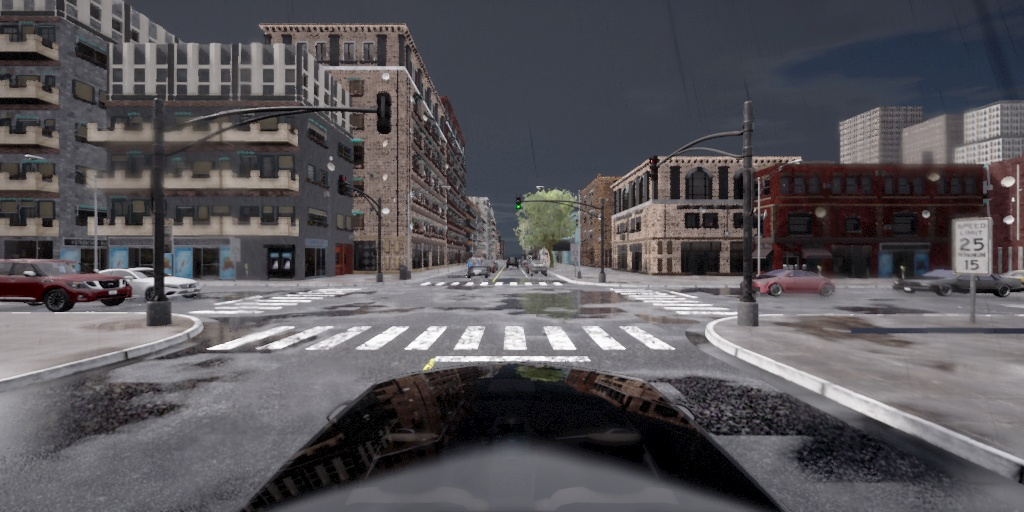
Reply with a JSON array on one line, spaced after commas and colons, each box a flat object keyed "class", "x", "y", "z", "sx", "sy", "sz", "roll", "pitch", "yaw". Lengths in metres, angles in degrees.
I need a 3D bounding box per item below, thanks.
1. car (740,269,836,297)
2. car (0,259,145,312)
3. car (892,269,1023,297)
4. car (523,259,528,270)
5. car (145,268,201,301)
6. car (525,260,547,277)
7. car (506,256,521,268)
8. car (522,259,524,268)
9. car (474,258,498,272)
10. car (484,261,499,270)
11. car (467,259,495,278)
[{"class": "car", "x": 14.713, "y": 1.402, "z": 19.271, "sx": 4.181, "sy": 1.385, "sz": 1.994, "roll": 0, "pitch": 0, "yaw": 0}, {"class": "car", "x": -17.280, "y": 1.024, "z": 13.243, "sx": 5.009, "sy": 1.841, "sz": 2.192, "roll": 0, "pitch": 0, "yaw": 0}, {"class": "car", "x": 24.014, "y": 1.427, "z": 19.340, "sx": 5.357, "sy": 1.411, "sz": 2.033, "roll": 0, "pitch": 0, "yaw": 0}, {"class": "car", "x": 2.678, "y": 1.264, "z": 42.666, "sx": 1.967, "sy": 1.591, "sz": 4.097, "roll": 0, "pitch": 0, "yaw": 0}, {"class": "car", "x": -16.532, "y": 1.239, "z": 15.839, "sx": 4.674, "sy": 1.442, "sz": 1.812, "roll": 0, "pitch": 0, "yaw": 0}, {"class": "car", "x": 2.679, "y": 1.361, "z": 36.969, "sx": 2.007, "sy": 1.370, "sz": 4.403, "roll": 0, "pitch": 0, "yaw": 0}, {"class": "car", "x": 0.073, "y": 1.105, "z": 63.888, "sx": 2.150, "sy": 2.045, "sz": 5.566, "roll": 0, "pitch": 0, "yaw": 0}, {"class": "car", "x": 2.676, "y": 1.278, "z": 48.362, "sx": 1.967, "sy": 1.591, "sz": 4.097, "roll": 0, "pitch": 0, "yaw": 0}, {"class": "car", "x": -3.112, "y": 1.180, "z": 44.212, "sx": 2.097, "sy": 1.767, "sz": 4.553, "roll": 0, "pitch": 0, "yaw": 0}, {"class": "car", "x": -3.101, "y": 1.418, "z": 54.222, "sx": 1.994, "sy": 1.385, "sz": 4.181, "roll": 0, "pitch": 0, "yaw": 0}, {"class": "car", "x": -3.112, "y": 1.295, "z": 34.318, "sx": 2.128, "sy": 1.511, "sz": 4.902, "roll": 0, "pitch": 0, "yaw": 0}]
